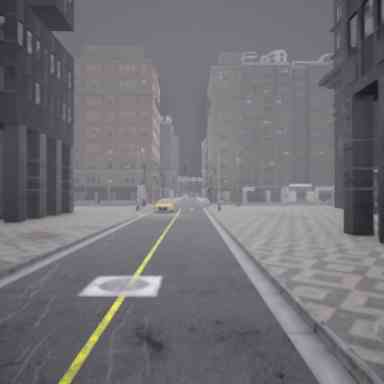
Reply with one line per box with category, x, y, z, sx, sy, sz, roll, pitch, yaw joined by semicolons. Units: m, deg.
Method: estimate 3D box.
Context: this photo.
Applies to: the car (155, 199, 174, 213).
car;-3.077;1.542;37.721;1.882;1.535;5.008;0;0;0
